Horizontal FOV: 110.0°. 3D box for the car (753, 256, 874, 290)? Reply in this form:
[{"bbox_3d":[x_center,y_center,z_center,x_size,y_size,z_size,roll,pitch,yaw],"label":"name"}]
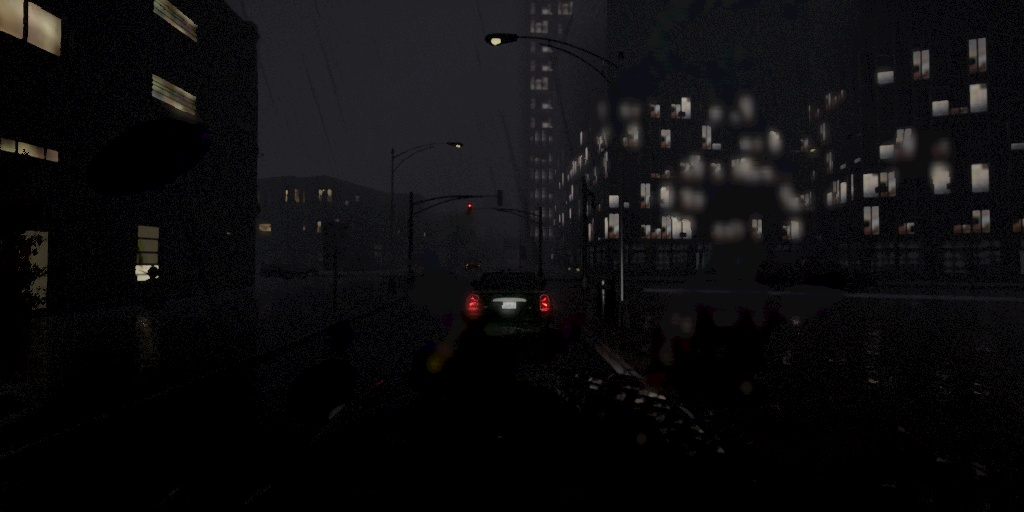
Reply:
[{"bbox_3d":[16.022,0.928,19.378,5.009,1.841,2.192,0,0,19],"label":"car"}]

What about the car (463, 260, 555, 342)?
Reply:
[{"bbox_3d":[-0.088,1.103,9.990,2.097,1.767,4.553,0,0,-1],"label":"car"}]

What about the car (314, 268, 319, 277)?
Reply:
[{"bbox_3d":[-21.085,1.396,34.610,4.718,1.301,1.895,0,-1,19],"label":"car"}]

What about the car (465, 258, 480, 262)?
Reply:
[{"bbox_3d":[-5.188,1.105,47.979,2.097,1.767,4.553,0,0,-5],"label":"car"}]

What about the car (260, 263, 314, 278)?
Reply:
[{"bbox_3d":[-20.166,1.315,31.691,4.313,1.339,1.948,0,0,19],"label":"car"}]
